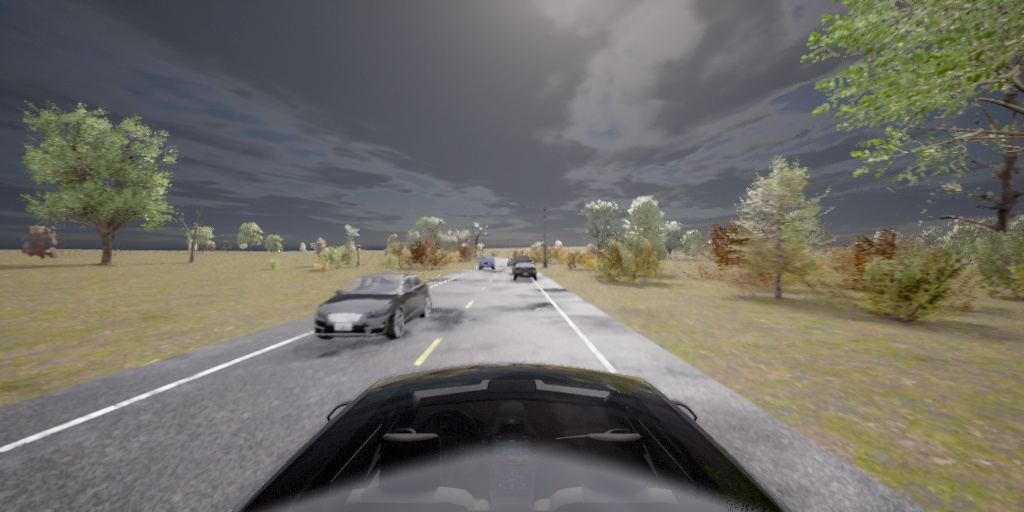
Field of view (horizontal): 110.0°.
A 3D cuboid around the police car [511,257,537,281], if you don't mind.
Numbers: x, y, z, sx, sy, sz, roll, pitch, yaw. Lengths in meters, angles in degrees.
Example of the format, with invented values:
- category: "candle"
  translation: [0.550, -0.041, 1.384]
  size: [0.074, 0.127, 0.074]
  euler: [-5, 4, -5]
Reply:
- category: "police car"
  translation: [1.059, 1.175, 30.391]
  size: [1.930, 1.638, 5.238]
  euler: [0, 0, 0]

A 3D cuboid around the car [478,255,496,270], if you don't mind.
- category: "car"
  translation: [-3.535, 0.941, 51.303]
  size: [2.150, 2.045, 5.566]
  euler: [0, 0, 1]

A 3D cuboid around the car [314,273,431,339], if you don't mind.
- category: "car"
  translation: [-3.595, 1.244, 10.096]
  size: [2.128, 1.511, 4.902]
  euler: [0, 0, 0]

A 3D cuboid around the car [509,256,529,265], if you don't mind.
- category: "car"
  translation: [1.062, 0.964, 40.312]
  size: [2.150, 2.045, 5.566]
  euler: [0, 0, 0]
